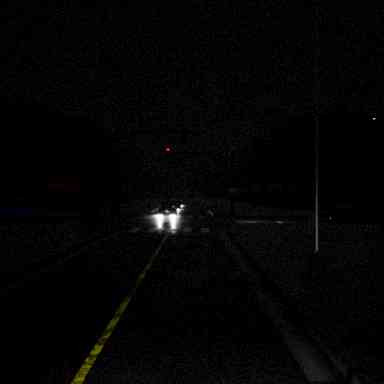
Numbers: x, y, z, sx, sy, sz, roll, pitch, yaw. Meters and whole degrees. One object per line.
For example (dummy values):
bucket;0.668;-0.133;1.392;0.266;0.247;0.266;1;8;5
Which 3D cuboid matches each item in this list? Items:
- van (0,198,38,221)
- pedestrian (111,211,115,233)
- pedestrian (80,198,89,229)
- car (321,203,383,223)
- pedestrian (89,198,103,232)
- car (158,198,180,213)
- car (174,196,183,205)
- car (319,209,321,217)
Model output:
van;-14.644;1.401;26.884;3.998;1.788;1.690;0;0;0
pedestrian;-4.410;1.310;18.558;0.375;1.860;0.375;0;0;0
pedestrian;-5.644;1.156;17.911;0.375;1.860;0.375;0;0;0
car;12.373;1.588;24.379;4.718;1.301;1.895;0;0;0
pedestrian;-4.980;1.157;17.310;0.375;1.860;0.375;0;0;0
car;-2.708;1.656;37.694;1.895;1.301;4.718;0;0;0
car;-2.672;1.602;48.036;1.812;1.442;4.674;0;0;0
car;12.359;1.543;26.913;4.403;1.369;2.008;0;0;0
